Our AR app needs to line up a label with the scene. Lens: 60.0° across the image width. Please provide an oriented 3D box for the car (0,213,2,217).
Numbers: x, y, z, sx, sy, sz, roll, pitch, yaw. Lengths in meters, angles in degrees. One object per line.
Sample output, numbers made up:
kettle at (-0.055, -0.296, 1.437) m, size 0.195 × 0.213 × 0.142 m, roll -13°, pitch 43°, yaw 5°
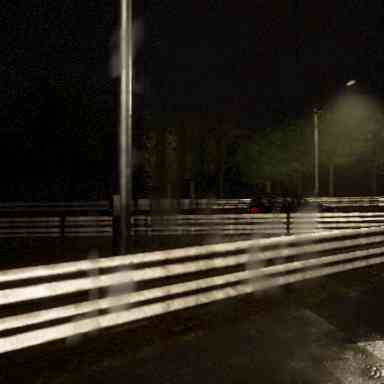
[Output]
car at (-17.842, 1.769, 26.973) m, size 4.181 × 1.385 × 1.994 m, roll -1°, pitch 1°, yaw -1°

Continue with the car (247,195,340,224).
car at (6.168, 1.204, 20.714) m, size 5.566 × 2.045 × 2.150 m, roll -1°, pitch 1°, yaw -2°
